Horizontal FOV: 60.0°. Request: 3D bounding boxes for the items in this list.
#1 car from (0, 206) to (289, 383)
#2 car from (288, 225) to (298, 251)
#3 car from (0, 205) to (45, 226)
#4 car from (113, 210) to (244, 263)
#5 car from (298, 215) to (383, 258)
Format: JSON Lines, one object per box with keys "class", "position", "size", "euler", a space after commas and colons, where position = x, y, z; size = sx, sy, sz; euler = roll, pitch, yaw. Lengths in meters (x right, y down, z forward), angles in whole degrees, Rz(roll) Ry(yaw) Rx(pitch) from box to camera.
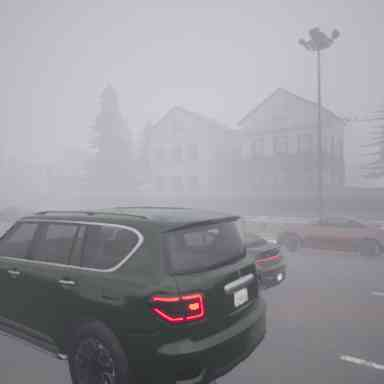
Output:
{"class": "car", "position": [-1.648, 1.267, 5.164], "size": [5.566, 2.045, 2.150], "euler": [-1, -1, 35]}
{"class": "car", "position": [-0.132, 1.559, 8.382], "size": [4.892, 1.490, 1.837], "euler": [-1, 0, 35]}
{"class": "car", "position": [-14.482, 1.848, 27.198], "size": [5.357, 1.411, 2.033], "euler": [-1, 0, 35]}
{"class": "car", "position": [-0.671, 1.566, 13.062], "size": [5.008, 1.535, 1.882], "euler": [-1, 0, 35]}
{"class": "car", "position": [5.493, 1.598, 12.969], "size": [4.181, 1.385, 1.994], "euler": [-1, 0, 35]}
